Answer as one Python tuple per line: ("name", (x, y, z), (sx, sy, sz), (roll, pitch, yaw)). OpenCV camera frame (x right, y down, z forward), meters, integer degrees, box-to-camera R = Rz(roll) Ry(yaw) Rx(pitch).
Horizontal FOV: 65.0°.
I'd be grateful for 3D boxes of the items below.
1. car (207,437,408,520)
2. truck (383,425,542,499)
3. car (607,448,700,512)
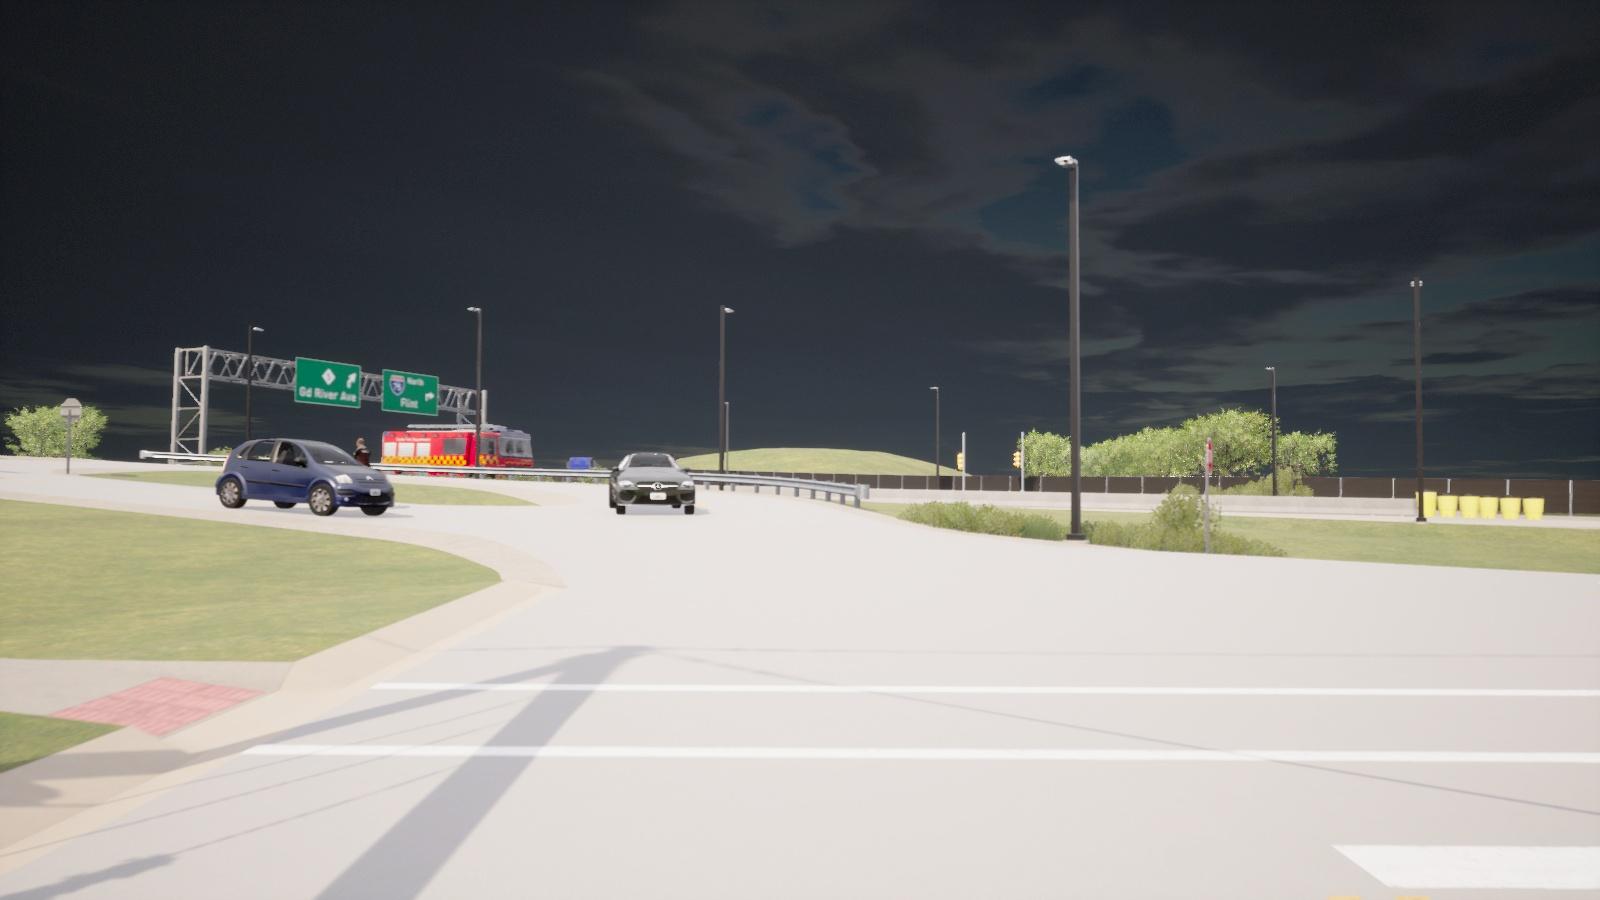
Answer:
("car", (-10.976, 0.626, 27.983), (3.988, 1.617, 1.851), (2, -1, 25))
("truck", (-18.464, 0.676, 68.573), (8.468, 3.827, 2.891), (0, -2, 26))
("car", (-4.190, 0.769, 35.194), (2.152, 1.651, 5.027), (0, 0, -12))
